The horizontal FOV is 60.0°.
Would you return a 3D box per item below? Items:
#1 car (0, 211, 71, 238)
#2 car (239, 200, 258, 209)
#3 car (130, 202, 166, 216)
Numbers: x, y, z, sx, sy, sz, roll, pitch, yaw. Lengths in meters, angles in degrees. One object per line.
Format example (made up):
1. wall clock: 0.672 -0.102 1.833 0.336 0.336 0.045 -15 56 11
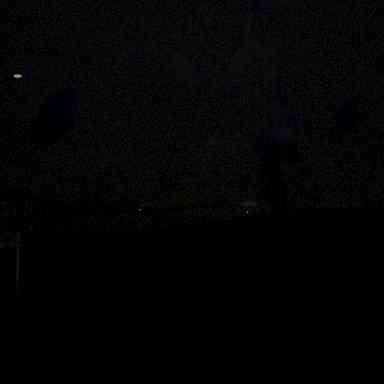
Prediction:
1. car: -9.332 1.632 18.877 1.882 1.535 5.008 1 0 36
2. car: 9.860 2.136 57.353 1.812 1.442 4.674 1 1 36
3. car: -4.830 1.843 37.034 1.812 1.442 4.674 1 1 36
